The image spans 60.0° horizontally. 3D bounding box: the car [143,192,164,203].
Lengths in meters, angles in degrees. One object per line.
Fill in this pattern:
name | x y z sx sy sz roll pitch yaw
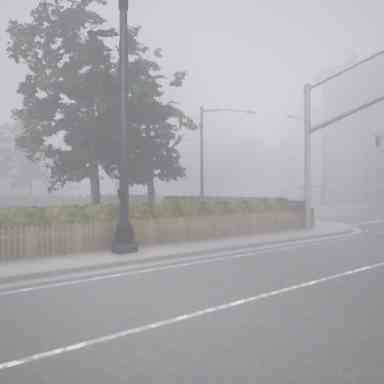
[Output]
car | -6.416 1.077 55.938 2.150 2.045 5.566 0 0 -35
